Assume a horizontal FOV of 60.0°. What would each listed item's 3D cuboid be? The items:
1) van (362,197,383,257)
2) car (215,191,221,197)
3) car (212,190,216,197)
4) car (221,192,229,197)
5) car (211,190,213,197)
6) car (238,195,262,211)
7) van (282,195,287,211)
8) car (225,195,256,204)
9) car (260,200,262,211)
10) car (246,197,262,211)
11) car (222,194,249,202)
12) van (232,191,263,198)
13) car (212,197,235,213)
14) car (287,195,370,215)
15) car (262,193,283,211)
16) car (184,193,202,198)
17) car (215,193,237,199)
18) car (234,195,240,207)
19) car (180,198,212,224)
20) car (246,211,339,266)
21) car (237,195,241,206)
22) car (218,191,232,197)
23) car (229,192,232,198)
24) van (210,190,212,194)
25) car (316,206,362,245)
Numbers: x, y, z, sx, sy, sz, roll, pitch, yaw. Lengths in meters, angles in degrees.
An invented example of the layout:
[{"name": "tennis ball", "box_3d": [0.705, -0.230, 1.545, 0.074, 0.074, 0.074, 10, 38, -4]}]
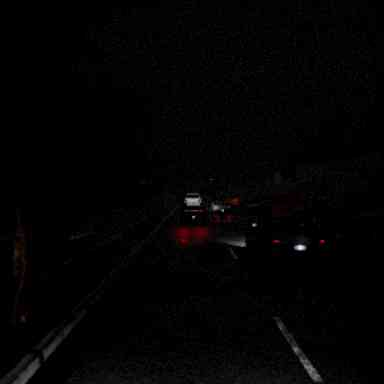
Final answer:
[{"name": "van", "box_3d": [8.186, 1.266, 10.980, 4.442, 1.987, 1.878, 1, 0, -20]}, {"name": "car", "box_3d": [8.104, 1.018, 70.604, 4.892, 1.521, 2.231, 1, 1, -20]}, {"name": "car", "box_3d": [8.124, 0.734, 73.603, 5.566, 2.045, 2.435, 1, 0, -20]}, {"name": "car", "box_3d": [7.914, 1.247, 52.650, 5.366, 1.575, 1.946, 0, 1, -20]}, {"name": "car", "box_3d": [8.272, 0.903, 82.602, 5.366, 1.575, 1.946, 1, 0, -20]}, {"name": "car", "box_3d": [7.910, 1.444, 34.740, 5.366, 1.575, 1.946, 1, 1, -20]}, {"name": "van", "box_3d": [7.972, 1.264, 19.841, 4.442, 1.987, 1.878, 1, 0, -20]}, {"name": "car", "box_3d": [8.115, 1.237, 55.712, 4.792, 1.488, 2.163, 0, 1, -20]}, {"name": "car", "box_3d": [8.075, 1.525, 25.856, 4.674, 1.452, 2.002, 1, 0, -20]}, {"name": "car", "box_3d": [8.053, 1.496, 31.813, 4.792, 1.488, 2.163, 1, 1, -20]}, {"name": "car", "box_3d": [8.087, 1.164, 61.665, 4.674, 1.452, 2.002, 1, 1, -20]}, {"name": "van", "box_3d": [7.980, 1.145, 43.711, 4.442, 1.987, 1.878, 1, 1, -20]}, {"name": "car", "box_3d": [3.112, 1.553, 35.857, 1.895, 1.301, 4.718, 0, 0, 0]}, {"name": "car", "box_3d": [8.054, 1.240, 16.888, 5.566, 2.045, 2.435, 1, 0, -20]}, {"name": "car", "box_3d": [8.107, 1.240, 22.884, 5.566, 2.045, 2.435, 1, 0, -20]}, {"name": "car", "box_3d": [0.114, 1.120, 42.113, 2.150, 2.045, 5.566, 0, 1, 0]}, {"name": "car", "box_3d": [8.090, 0.931, 79.555, 4.892, 1.521, 2.231, 1, 0, -20]}, {"name": "car", "box_3d": [8.079, 1.440, 40.782, 4.674, 1.452, 2.002, 1, 0, -20]}, {"name": "car", "box_3d": [0.109, 1.488, 24.886, 2.128, 1.511, 4.902, 0, 0, 0]}, {"name": "car", "box_3d": [3.104, 1.565, 11.520, 1.994, 1.385, 4.181, 0, 0, 0]}, {"name": "car", "box_3d": [8.109, 1.459, 37.810, 4.792, 1.488, 2.163, 1, 0, -20]}, {"name": "car", "box_3d": [7.917, 1.159, 58.616, 5.366, 1.575, 1.946, 0, 1, -20]}, {"name": "car", "box_3d": [8.058, 1.208, 46.739, 4.553, 1.767, 2.185, 1, 1, -20]}, {"name": "van", "box_3d": [7.994, 0.631, 88.457, 4.442, 1.987, 1.878, 1, 1, -20]}, {"name": "car", "box_3d": [8.069, 1.492, 13.919, 4.892, 1.521, 2.231, 1, 0, -20]}]
